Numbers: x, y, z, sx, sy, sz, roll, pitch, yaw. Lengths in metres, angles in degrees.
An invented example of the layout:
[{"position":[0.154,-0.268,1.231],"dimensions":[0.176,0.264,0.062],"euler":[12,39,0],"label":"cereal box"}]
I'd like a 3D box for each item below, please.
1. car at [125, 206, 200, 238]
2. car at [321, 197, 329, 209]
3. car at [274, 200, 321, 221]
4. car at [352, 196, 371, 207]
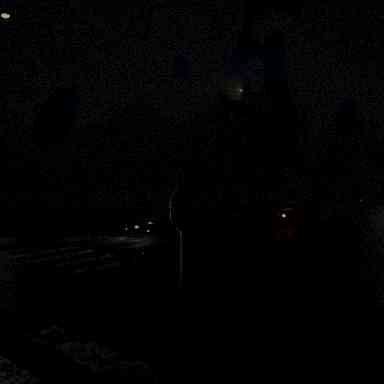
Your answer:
[{"position":[-1.403,1.428,17.076],"dimensions":[1.994,1.385,4.181],"euler":[0,0,36],"label":"car"},{"position":[14.509,1.308,38.819],"dimensions":[1.837,1.490,4.892],"euler":[0,0,36],"label":"car"},{"position":[7.649,1.334,24.472],"dimensions":[1.837,1.490,4.892],"euler":[0,0,36],"label":"car"},{"position":[23.666,1.330,46.407],"dimensions":[2.128,1.511,4.902],"euler":[0,0,36],"label":"car"}]
